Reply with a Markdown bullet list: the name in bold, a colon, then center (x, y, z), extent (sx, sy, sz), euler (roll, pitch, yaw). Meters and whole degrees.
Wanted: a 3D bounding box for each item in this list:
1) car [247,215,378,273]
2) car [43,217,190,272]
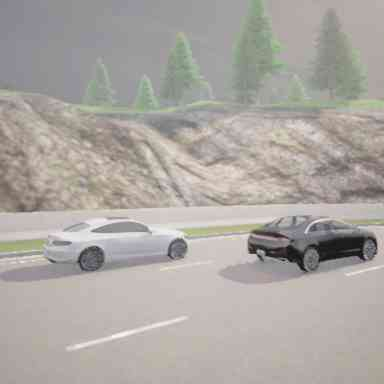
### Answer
- **car**: center (3.980, 1.488, 10.658), extent (4.902, 1.511, 2.128), euler (0, 0, -33)
- **car**: center (-2.245, 1.524, 10.725), extent (4.674, 1.442, 1.812), euler (0, 0, -35)
